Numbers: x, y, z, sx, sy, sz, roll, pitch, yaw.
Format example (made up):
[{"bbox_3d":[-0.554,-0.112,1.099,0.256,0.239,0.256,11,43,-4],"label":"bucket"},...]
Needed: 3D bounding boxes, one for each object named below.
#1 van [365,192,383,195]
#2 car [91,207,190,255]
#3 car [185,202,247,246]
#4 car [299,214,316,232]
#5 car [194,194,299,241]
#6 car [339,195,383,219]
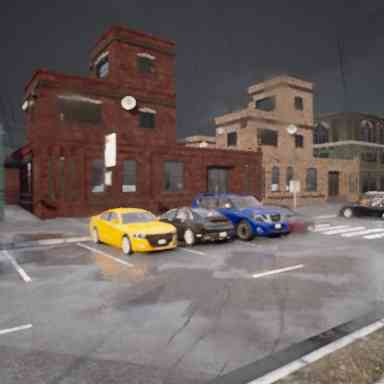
[{"bbox_3d":[15.584,0.968,26.284,1.878,1.987,4.442,-1,0,-35],"label":"van"},{"bbox_3d":[-2.465,1.410,13.301,2.097,1.535,5.008,-1,0,-35],"label":"car"},{"bbox_3d":[-0.194,1.385,14.903,2.231,1.521,4.892,-1,0,-35],"label":"car"},{"bbox_3d":[4.349,1.361,18.108,2.163,1.488,4.792,-1,0,-35],"label":"car"},{"bbox_3d":[2.081,1.106,16.495,2.435,2.045,5.566,-1,0,-35],"label":"car"},{"bbox_3d":[13.393,1.223,24.573,2.231,1.521,4.892,-1,0,-35],"label":"car"}]
